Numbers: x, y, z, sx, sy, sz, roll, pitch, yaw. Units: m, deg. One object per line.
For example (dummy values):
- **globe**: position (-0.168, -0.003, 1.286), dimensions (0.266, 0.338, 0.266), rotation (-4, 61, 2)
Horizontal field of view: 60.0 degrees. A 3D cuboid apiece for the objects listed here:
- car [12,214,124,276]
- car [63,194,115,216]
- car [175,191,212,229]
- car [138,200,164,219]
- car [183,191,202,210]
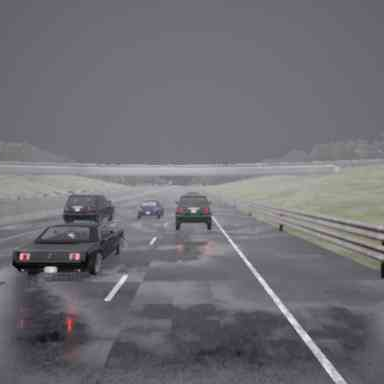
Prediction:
- **car**: position (-3.400, 1.578, 10.238), dimensions (1.895, 1.301, 4.718), rotation (0, 0, 0)
- **car**: position (-6.890, 1.154, 22.731), dimensions (2.150, 2.045, 5.566), rotation (0, 0, 0)
- **car**: position (0.098, 1.163, 21.300), dimensions (2.150, 2.045, 5.566), rotation (0, 0, 0)
- **car**: position (-3.402, 1.418, 27.989), dimensions (1.812, 1.442, 4.674), rotation (0, 1, 0)
- **car**: position (0.097, 0.925, 40.162), dimensions (2.150, 2.045, 5.566), rotation (0, 1, 0)
